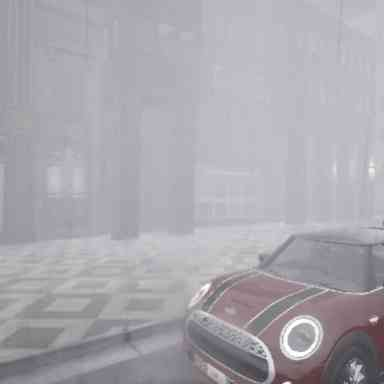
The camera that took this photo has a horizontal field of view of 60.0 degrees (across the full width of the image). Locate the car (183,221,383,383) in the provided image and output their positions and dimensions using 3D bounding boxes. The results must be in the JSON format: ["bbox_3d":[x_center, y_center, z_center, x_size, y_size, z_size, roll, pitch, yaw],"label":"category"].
[{"bbox_3d":[2.098,1.375,4.852,4.553,1.767,2.097,0,0,-35],"label":"car"}]
